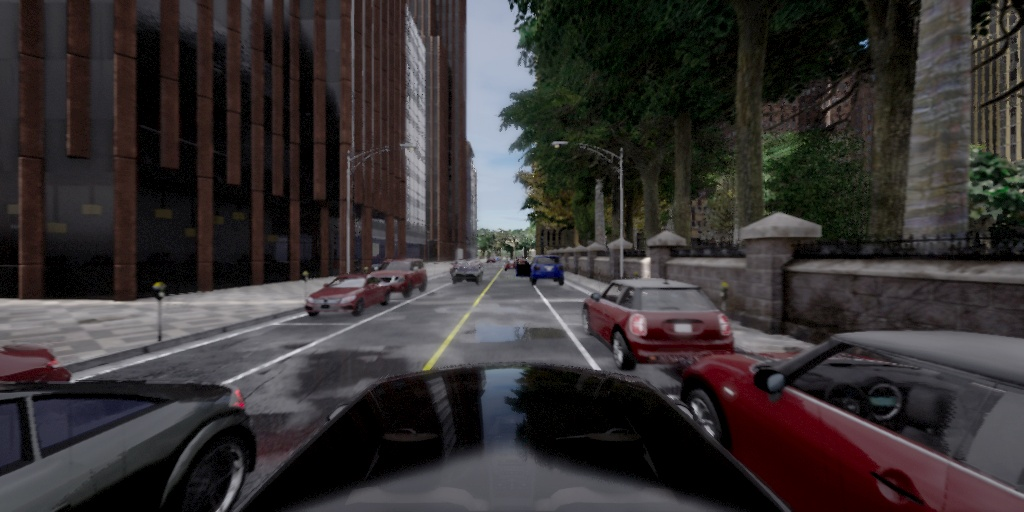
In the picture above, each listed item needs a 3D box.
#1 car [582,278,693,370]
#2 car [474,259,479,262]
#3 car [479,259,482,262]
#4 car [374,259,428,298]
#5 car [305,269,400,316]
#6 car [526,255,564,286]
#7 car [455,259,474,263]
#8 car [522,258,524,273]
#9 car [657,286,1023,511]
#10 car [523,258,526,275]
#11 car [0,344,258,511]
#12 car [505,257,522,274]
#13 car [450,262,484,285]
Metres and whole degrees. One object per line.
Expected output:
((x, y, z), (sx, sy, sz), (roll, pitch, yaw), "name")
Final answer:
((2.759, 1.186, 7.720), (1.967, 1.591, 4.097), (0, 0, 0), "car")
((-5.786, 1.288, 45.909), (2.007, 1.370, 4.403), (0, 0, 0), "car")
((-5.788, 1.283, 51.366), (1.888, 1.381, 4.507), (0, 0, 0), "car")
((-5.772, 1.056, 18.624), (2.192, 1.841, 5.009), (0, 0, 0), "car")
((-5.769, 1.326, 13.167), (1.802, 1.307, 4.207), (0, 0, 0), "car")
((2.381, 0.959, 25.667), (2.150, 2.045, 5.566), (0, 0, 0), "car")
((-5.783, 1.178, 40.452), (1.967, 1.591, 4.097), (0, 0, 0), "car")
((2.737, 1.303, 51.372), (1.948, 1.339, 4.313), (0, 0, 0), "car")
((2.762, 1.189, 2.264), (1.967, 1.591, 4.097), (0, 0, 0), "car")
((2.740, 1.263, 46.086), (1.751, 1.417, 4.829), (0, 0, 0), "car")
((-3.076, 1.315, 1.194), (1.994, 1.385, 4.181), (0, 0, 0), "car")
((0.013, 1.264, 48.044), (1.812, 1.442, 4.674), (0, 0, 0), "car")
((-3.111, 1.340, 25.831), (1.895, 1.301, 4.718), (0, 0, 0), "car")
